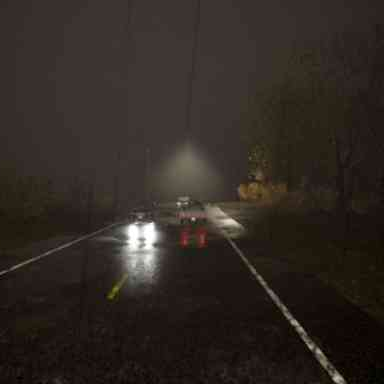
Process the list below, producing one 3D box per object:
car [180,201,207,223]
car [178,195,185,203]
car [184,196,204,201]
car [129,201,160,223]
[{"bbox_3d":[0.111,1.570,25.040,1.895,1.301,4.718,0,0,0],"label":"car"},{"bbox_3d":[-1.720,1.431,66.602,1.812,1.442,4.674,0,0,5],"label":"car"},{"bbox_3d":[0.444,1.439,41.941,2.128,1.511,4.902,0,0,2],"label":"car"},{"bbox_3d":[-3.570,1.460,25.529,2.128,1.511,4.902,0,0,0],"label":"car"}]
